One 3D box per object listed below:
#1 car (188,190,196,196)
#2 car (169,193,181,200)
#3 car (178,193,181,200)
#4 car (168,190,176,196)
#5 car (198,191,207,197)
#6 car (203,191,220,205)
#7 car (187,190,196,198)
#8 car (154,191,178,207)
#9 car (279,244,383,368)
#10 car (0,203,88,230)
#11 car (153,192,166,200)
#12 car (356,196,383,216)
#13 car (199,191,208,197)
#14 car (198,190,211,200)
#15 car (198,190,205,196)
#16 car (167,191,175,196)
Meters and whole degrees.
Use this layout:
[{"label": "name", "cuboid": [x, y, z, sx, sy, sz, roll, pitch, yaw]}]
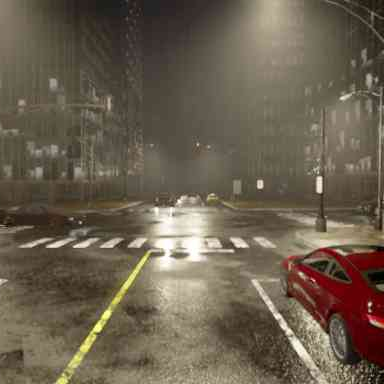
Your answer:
[{"label": "car", "cuboid": [-0.011, 0.213, 80.864, 1.882, 1.535, 5.008, 0, 1, 0]}, {"label": "car", "cuboid": [-3.060, 0.788, 60.575, 1.895, 1.301, 4.718, 0, 1, 1]}, {"label": "car", "cuboid": [-3.097, 0.818, 49.507, 1.882, 1.535, 5.008, 0, 1, 0]}, {"label": "car", "cuboid": [-5.681, 0.273, 94.641, 1.947, 1.339, 4.313, -1, 1, 0]}, {"label": "car", "cuboid": [2.668, 0.420, 83.234, 2.008, 1.369, 4.403, -1, 1, 0]}, {"label": "car", "cuboid": [2.801, 0.928, 44.973, 1.752, 1.417, 4.829, -1, 1, 0]}, {"label": "car", "cuboid": [-0.009, 0.630, 70.895, 1.895, 1.301, 4.718, 0, 1, 0]}, {"label": "car", "cuboid": [-3.118, 0.830, 39.337, 2.097, 1.767, 4.553, 0, 1, 1]}, {"label": "car", "cuboid": [2.677, 1.509, 5.439, 1.802, 1.307, 4.206, -1, 1, 0]}, {"label": "car", "cuboid": [-9.040, 1.382, 19.775, 5.357, 1.411, 2.033, 0, 1, 12]}, {"label": "car", "cuboid": [-5.847, 0.753, 60.602, 1.947, 1.339, 4.313, -1, 1, 0]}, {"label": "car", "cuboid": [15.646, 1.022, 26.488, 4.892, 1.490, 1.837, 0, 2, -5]}, {"label": "car", "cuboid": [2.668, 0.515, 77.561, 1.947, 1.339, 4.313, -1, 1, 0]}, {"label": "car", "cuboid": [2.705, 0.510, 60.050, 2.192, 1.841, 5.009, -1, 1, 0]}, {"label": "car", "cuboid": [2.664, 0.148, 94.580, 1.967, 1.590, 4.097, -1, 1, 0]}, {"label": "car", "cuboid": [-5.680, 0.370, 88.968, 1.802, 1.307, 4.206, -1, 1, 0]}]
